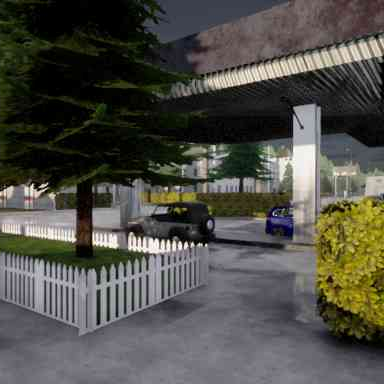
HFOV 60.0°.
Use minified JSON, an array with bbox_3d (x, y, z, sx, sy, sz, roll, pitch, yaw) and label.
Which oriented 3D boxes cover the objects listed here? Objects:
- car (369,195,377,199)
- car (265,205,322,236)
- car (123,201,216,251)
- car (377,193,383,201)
[{"bbox_3d":[33.119,1.298,60.206,2.007,1.523,4.514,0,0,35],"label":"car"},{"bbox_3d":[5.890,1.480,15.937,4.611,1.667,2.242,0,0,35],"label":"car"},{"bbox_3d":[-0.912,1.313,13.790,3.866,1.878,1.905,0,0,35],"label":"car"},{"bbox_3d":[25.851,1.077,43.467,1.905,1.878,3.866,0,0,35],"label":"car"}]
